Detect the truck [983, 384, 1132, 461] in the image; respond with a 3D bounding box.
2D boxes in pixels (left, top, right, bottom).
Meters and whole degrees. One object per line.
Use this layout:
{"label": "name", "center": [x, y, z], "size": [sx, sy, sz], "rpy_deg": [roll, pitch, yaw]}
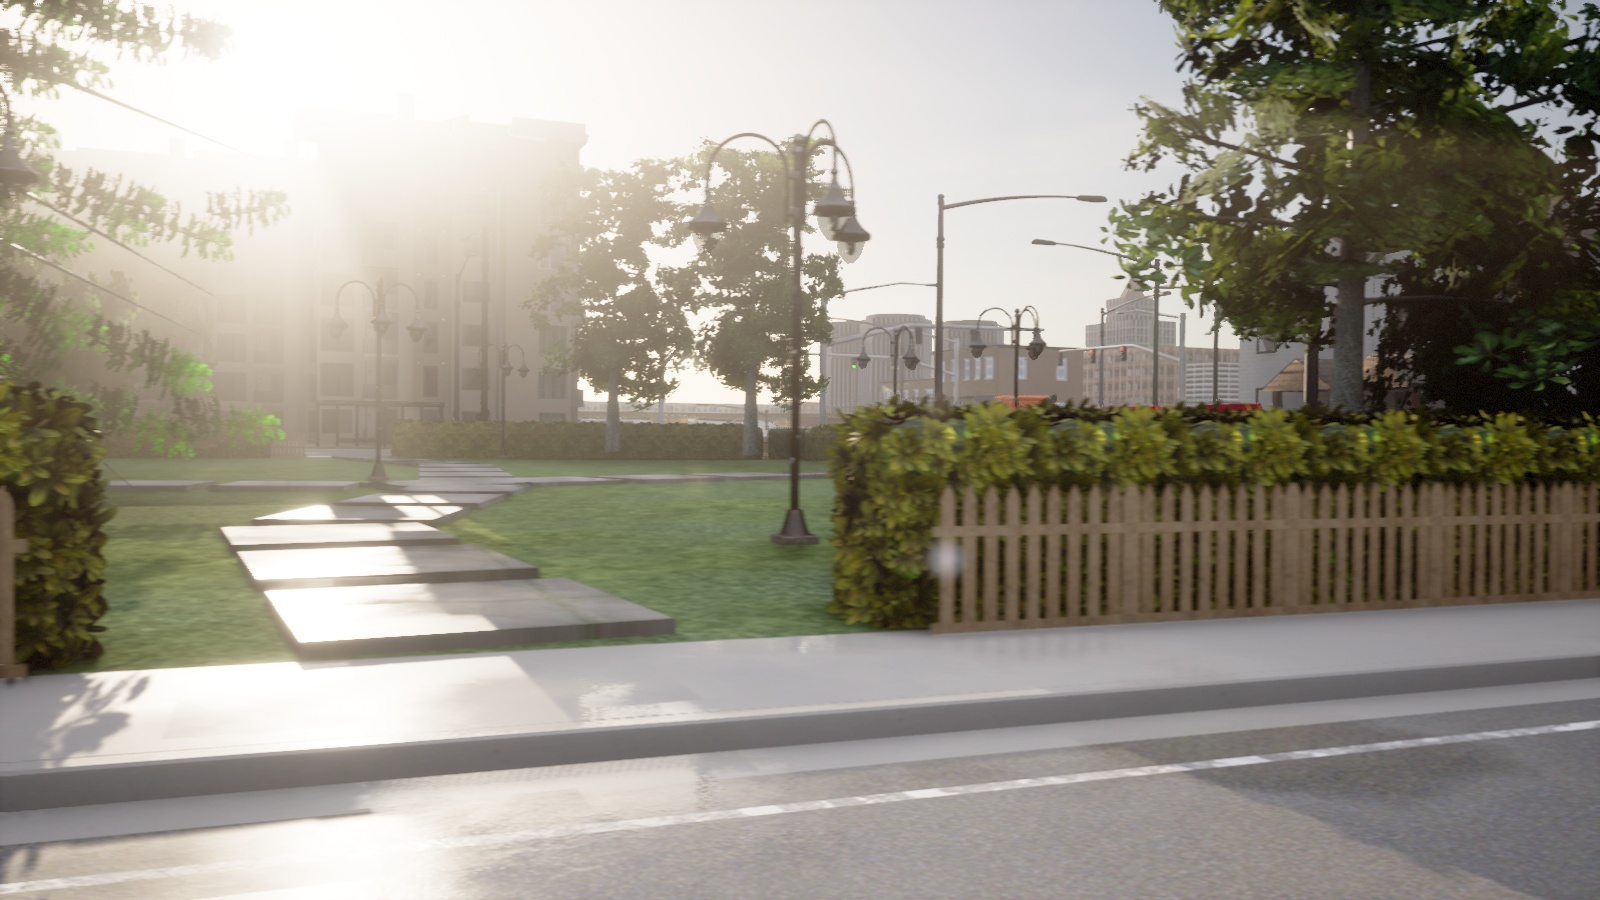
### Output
{"label": "truck", "center": [12.223, -1.302, 60.528], "size": [2.891, 3.462, 7.936], "rpy_deg": [-1, 1, -25]}
